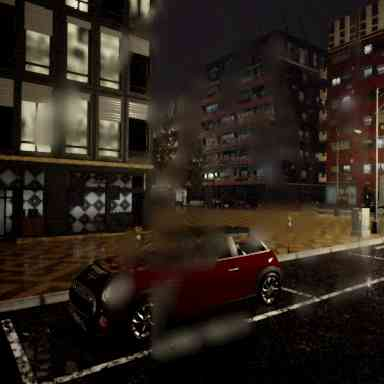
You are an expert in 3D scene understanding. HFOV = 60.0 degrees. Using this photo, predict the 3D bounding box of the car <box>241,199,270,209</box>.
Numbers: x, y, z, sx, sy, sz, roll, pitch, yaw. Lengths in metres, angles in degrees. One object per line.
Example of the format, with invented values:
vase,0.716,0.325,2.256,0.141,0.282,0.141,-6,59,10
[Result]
car,10.169,1.796,50.625,1.887,1.381,4.507,1,-1,-35

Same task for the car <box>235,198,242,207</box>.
car,6.903,1.722,55.261,1.967,1.590,4.097,1,-1,-35

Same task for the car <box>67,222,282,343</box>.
car,-0.200,1.441,6.395,4.097,1.590,1.967,0,1,-35

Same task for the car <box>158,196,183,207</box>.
car,-3.217,1.730,55.076,1.887,1.381,4.507,1,-1,-35

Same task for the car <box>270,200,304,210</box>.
car,13.433,1.803,45.988,1.802,1.307,4.206,1,-1,-35

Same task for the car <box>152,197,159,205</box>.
car,-6.482,1.761,59.712,1.887,1.381,4.507,1,-1,-35

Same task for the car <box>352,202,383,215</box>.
car,19.964,1.726,36.716,1.947,1.339,4.313,1,-1,-35

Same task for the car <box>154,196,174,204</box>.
car,-6.158,1.720,73.807,2.192,1.841,5.009,1,-1,-35

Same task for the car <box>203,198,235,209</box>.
car,3.314,1.675,45.803,2.008,1.369,4.403,1,-1,-35
